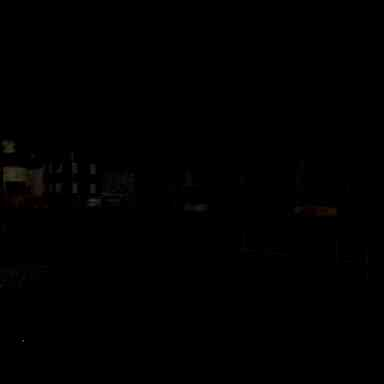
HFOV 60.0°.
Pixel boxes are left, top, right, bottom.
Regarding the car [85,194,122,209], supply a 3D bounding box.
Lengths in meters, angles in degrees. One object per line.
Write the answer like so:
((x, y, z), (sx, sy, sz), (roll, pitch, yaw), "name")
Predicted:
((-11.426, 1.300, 43.812), (2.150, 2.045, 5.566), (0, 0, 36), "car")
